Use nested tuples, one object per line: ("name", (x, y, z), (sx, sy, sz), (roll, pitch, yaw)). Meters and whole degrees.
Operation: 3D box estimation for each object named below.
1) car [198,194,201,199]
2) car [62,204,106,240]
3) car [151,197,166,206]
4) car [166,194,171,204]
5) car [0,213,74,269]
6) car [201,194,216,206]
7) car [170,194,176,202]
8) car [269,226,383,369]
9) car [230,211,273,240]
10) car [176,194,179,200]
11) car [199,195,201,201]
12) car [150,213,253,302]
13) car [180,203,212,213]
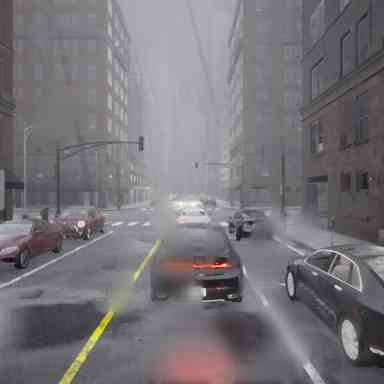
("car", (2.908, 1.524, 75.296), (1.967, 1.590, 4.097), (0, 0, 0))
("car", (-5.675, 1.441, 16.568), (1.967, 1.590, 4.097), (0, 0, 0))
("car", (-5.650, 1.618, 53.671), (1.802, 1.307, 4.206), (0, 0, 0))
("car", (-5.633, 1.606, 64.488), (2.008, 1.369, 4.403), (0, 0, 0))
("car", (-5.673, 1.582, 11.067), (1.802, 1.307, 4.206), (0, 0, 0))
("car", (2.875, 1.476, 53.660), (1.967, 1.590, 4.097), (0, 0, 0))
("car", (-5.609, 1.626, 80.544), (1.752, 1.417, 4.829), (0, 0, 0))
("car", (2.854, 1.551, 5.568), (2.008, 1.369, 4.403), (0, 0, 0))
("car", (2.851, 1.566, 16.570), (1.947, 1.339, 4.313), (0, 0, 0))
("car", (-5.593, 1.456, 91.531), (2.192, 1.841, 5.009), (0, 0, 0))
("car", (2.892, 1.606, 64.478), (2.008, 1.369, 4.403), (0, 0, 0))
("car", (0.096, 1.505, 8.234), (1.837, 1.490, 4.892), (0, 0, 0))
("car", (0.078, 1.526, 17.382), (1.812, 1.442, 4.674), (0, 0, -1))
